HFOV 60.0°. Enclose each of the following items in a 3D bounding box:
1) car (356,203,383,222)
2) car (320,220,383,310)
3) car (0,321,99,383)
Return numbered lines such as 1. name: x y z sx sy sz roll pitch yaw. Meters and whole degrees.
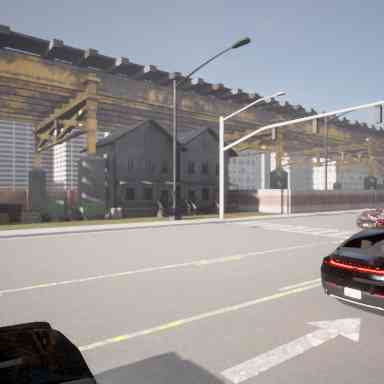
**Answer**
1. car: 12.138 1.351 19.775 4.553 1.767 2.097 0 0 -17
2. car: 4.764 1.505 7.162 4.892 1.490 1.837 0 0 -35
3. car: -2.847 1.601 1.718 4.718 1.301 1.895 0 0 -35
